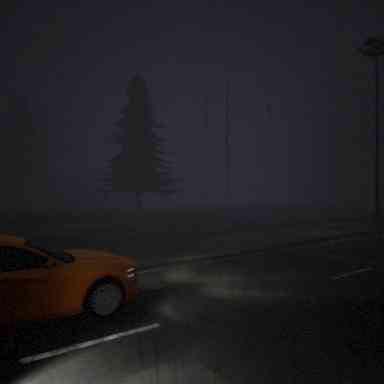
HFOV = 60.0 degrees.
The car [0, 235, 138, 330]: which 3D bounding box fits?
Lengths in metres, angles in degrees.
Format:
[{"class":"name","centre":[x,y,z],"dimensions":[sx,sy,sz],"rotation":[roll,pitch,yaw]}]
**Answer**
[{"class":"car","centre":[-3.355,1.477,5.653],"dimensions":[5.008,1.535,1.882],"rotation":[0,0,-36]}]
